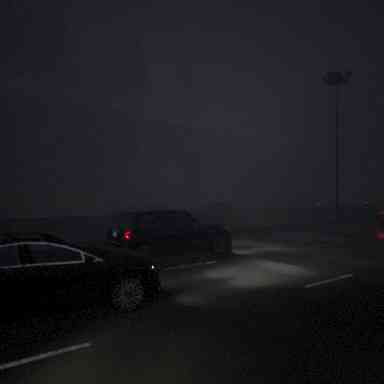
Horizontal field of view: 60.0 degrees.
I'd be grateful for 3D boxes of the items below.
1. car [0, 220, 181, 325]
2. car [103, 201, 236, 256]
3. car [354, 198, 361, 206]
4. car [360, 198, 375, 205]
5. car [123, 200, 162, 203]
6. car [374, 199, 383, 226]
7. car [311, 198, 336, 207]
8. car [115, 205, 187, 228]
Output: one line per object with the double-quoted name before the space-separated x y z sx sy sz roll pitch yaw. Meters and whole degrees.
"car" -2.886 1.496 6.018 4.902 1.511 2.128 0 0 -35
"car" -0.732 1.376 11.840 4.553 1.767 2.097 0 0 -35
"car" 28.319 1.695 54.258 4.902 1.511 2.128 0 0 -35
"car" 24.204 1.643 42.758 5.008 1.535 1.882 1 0 -35
"car" -5.579 1.543 30.115 4.902 1.511 2.128 0 0 -36
"car" 15.017 1.447 23.073 4.553 1.767 2.097 0 0 -36
"car" 21.187 1.683 53.481 4.892 1.490 1.837 0 0 -35
"car" -2.813 1.645 23.489 4.718 1.301 1.895 0 0 -36
